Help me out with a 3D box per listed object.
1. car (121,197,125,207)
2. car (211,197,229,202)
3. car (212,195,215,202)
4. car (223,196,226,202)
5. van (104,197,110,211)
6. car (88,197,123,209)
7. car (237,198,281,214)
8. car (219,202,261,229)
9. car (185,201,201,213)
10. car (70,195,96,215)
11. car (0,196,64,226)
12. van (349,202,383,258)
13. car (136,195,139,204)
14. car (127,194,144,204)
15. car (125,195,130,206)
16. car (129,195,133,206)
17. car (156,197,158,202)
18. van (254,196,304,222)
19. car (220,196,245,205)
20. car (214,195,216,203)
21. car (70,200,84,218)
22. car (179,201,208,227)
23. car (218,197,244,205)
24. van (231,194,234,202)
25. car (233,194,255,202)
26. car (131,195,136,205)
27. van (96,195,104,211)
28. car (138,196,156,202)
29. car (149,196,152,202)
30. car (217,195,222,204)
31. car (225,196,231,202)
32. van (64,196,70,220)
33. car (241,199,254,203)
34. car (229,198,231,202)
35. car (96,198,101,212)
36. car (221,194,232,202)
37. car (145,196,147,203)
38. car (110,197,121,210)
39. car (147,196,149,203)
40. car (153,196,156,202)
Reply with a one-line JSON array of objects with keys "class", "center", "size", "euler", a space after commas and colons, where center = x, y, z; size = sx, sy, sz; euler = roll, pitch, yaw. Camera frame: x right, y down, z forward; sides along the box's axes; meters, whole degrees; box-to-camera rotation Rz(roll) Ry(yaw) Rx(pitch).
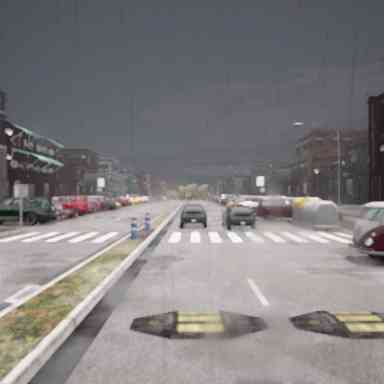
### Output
[{"class": "car", "center": [-12.654, 1.718, 46.985], "size": [5.366, 1.575, 1.946], "euler": [0, 0, 0]}, {"class": "car", "center": [7.707, 2.063, 90.901], "size": [4.792, 1.488, 2.163], "euler": [0, -1, 0]}, {"class": "car", "center": [7.642, 1.503, 71.616], "size": [5.566, 2.045, 2.435], "euler": [0, 0, 0]}, {"class": "car", "center": [7.846, 1.720, 49.562], "size": [5.366, 1.575, 1.946], "euler": [0, 0, 0]}, {"class": "van", "center": [-12.971, 1.486, 41.303], "size": [4.442, 1.987, 1.878], "euler": [0, 0, 0]}, {"class": "car", "center": [-12.865, 1.596, 49.642], "size": [4.553, 1.767, 2.185], "euler": [0, 0, 0]}, {"class": "car", "center": [7.687, 1.578, 38.529], "size": [4.553, 1.767, 2.185], "euler": [0, 0, 0]}, {"class": "car", "center": [3.109, 1.655, 22.626], "size": [1.837, 1.490, 4.892], "euler": [0, 0, 0]}, {"class": "car", "center": [0.118, 1.833, 41.657], "size": [1.895, 1.301, 4.718], "euler": [0, 0, 0]}, {"class": "car", "center": [-12.916, 1.435, 32.967], "size": [5.566, 2.045, 2.435], "euler": [0, 0, 0]}, {"class": "car", "center": [-12.959, 1.393, 24.630], "size": [5.566, 2.045, 2.435], "euler": [0, 0, 0]}, {"class": "van", "center": [7.528, 1.316, 10.950], "size": [4.442, 1.987, 1.878], "euler": [0, 0, 0]}, {"class": "car", "center": [-12.812, 1.716, 60.884], "size": [5.008, 1.535, 2.097], "euler": [0, 0, 0]}, {"class": "car", "center": [-12.980, 1.717, 66.441], "size": [5.366, 1.575, 1.946], "euler": [0, 0, 0]}, {"class": "car", "center": [-12.822, 1.721, 52.420], "size": [5.008, 1.535, 2.097], "euler": [0, 0, 0]}, {"class": "car", "center": [-12.850, 1.750, 55.200], "size": [4.792, 1.488, 2.163], "euler": [0, 0, 0]}, {"class": "car", "center": [-12.921, 2.040, 91.431], "size": [5.366, 1.575, 1.946], "euler": [0, -1, 0]}, {"class": "van", "center": [7.768, 1.433, 27.494], "size": [4.442, 1.987, 1.878], "euler": [0, 0, 0]}, {"class": "car", "center": [7.698, 1.597, 63.348], "size": [4.553, 1.767, 2.185], "euler": [0, 0, 0]}, {"class": "car", "center": [7.663, 1.735, 68.857], "size": [5.008, 1.535, 2.097], "euler": [0, 0, 0]}, {"class": "car", "center": [-12.873, 1.705, 30.312], "size": [4.792, 1.488, 2.163], "euler": [0, 0, 0]}, {"class": "car", "center": [0.105, 1.666, 24.391], "size": [1.837, 1.490, 4.892], "euler": [0, 0, 0]}, {"class": "car", "center": [7.697, 1.758, 66.105], "size": [4.792, 1.488, 2.163], "euler": [0, 0, 0]}, {"class": "van", "center": [7.541, 1.485, 41.287], "size": [4.442, 1.987, 1.878], "euler": [0, 0, 0]}, {"class": "car", "center": [7.627, 1.443, 35.771], "size": [5.566, 2.045, 2.435], "euler": [0, 0, 0]}, {"class": "car", "center": [-12.820, 1.719, 57.980], "size": [4.892, 1.521, 2.231], "euler": [0, 0, 0]}, {"class": "van", "center": [-12.982, 1.480, 38.650], "size": [4.442, 1.987, 1.878], "euler": [0, 0, 0]}, {"class": "car", "center": [-12.702, 1.969, 94.095], "size": [4.553, 1.767, 2.185], "euler": [0, -1, 0]}, {"class": "car", "center": [-12.740, 1.550, 77.424], "size": [5.566, 2.045, 2.435], "euler": [0, -1, 0]}, {"class": "car", "center": [7.636, 1.472, 57.835], "size": [5.566, 2.045, 2.435], "euler": [0, 0, 0]}, {"class": "car", "center": [7.845, 1.717, 46.802], "size": [5.366, 1.575, 1.946], "euler": [0, 0, 0]}, {"class": "van", "center": [-12.798, 1.434, 27.407], "size": [4.442, 1.987, 1.878], "euler": [0, 0, 0]}, {"class": "car", "center": [7.625, 1.714, 33.012], "size": [4.792, 1.488, 2.163], "euler": [0, 0, 0]}, {"class": "car", "center": [7.656, 1.757, 44.045], "size": [4.674, 1.452, 2.002], "euler": [0, 0, 0]}, {"class": "car", "center": [-12.868, 1.699, 35.866], "size": [4.892, 1.521, 2.231], "euler": [0, 0, 0]}, {"class": "car", "center": [7.632, 1.598, 55.078], "size": [4.553, 1.767, 2.185], "euler": [0, 0, 0]}, {"class": "car", "center": [-12.779, 1.786, 71.868], "size": [4.674, 1.452, 2.002], "euler": [0, 0, 0]}, {"class": "car", "center": [-12.816, 1.466, 44.202], "size": [5.566, 2.045, 2.435], "euler": [0, 0, 0]}, {"class": "car", "center": [-12.961, 1.767, 74.642], "size": [5.366, 1.575, 1.946], "euler": [0, -1, 0]}, {"class": "car", "center": [-12.749, 1.991, 88.652], "size": [4.892, 1.521, 2.231], "euler": [0, -1, 0]}]
